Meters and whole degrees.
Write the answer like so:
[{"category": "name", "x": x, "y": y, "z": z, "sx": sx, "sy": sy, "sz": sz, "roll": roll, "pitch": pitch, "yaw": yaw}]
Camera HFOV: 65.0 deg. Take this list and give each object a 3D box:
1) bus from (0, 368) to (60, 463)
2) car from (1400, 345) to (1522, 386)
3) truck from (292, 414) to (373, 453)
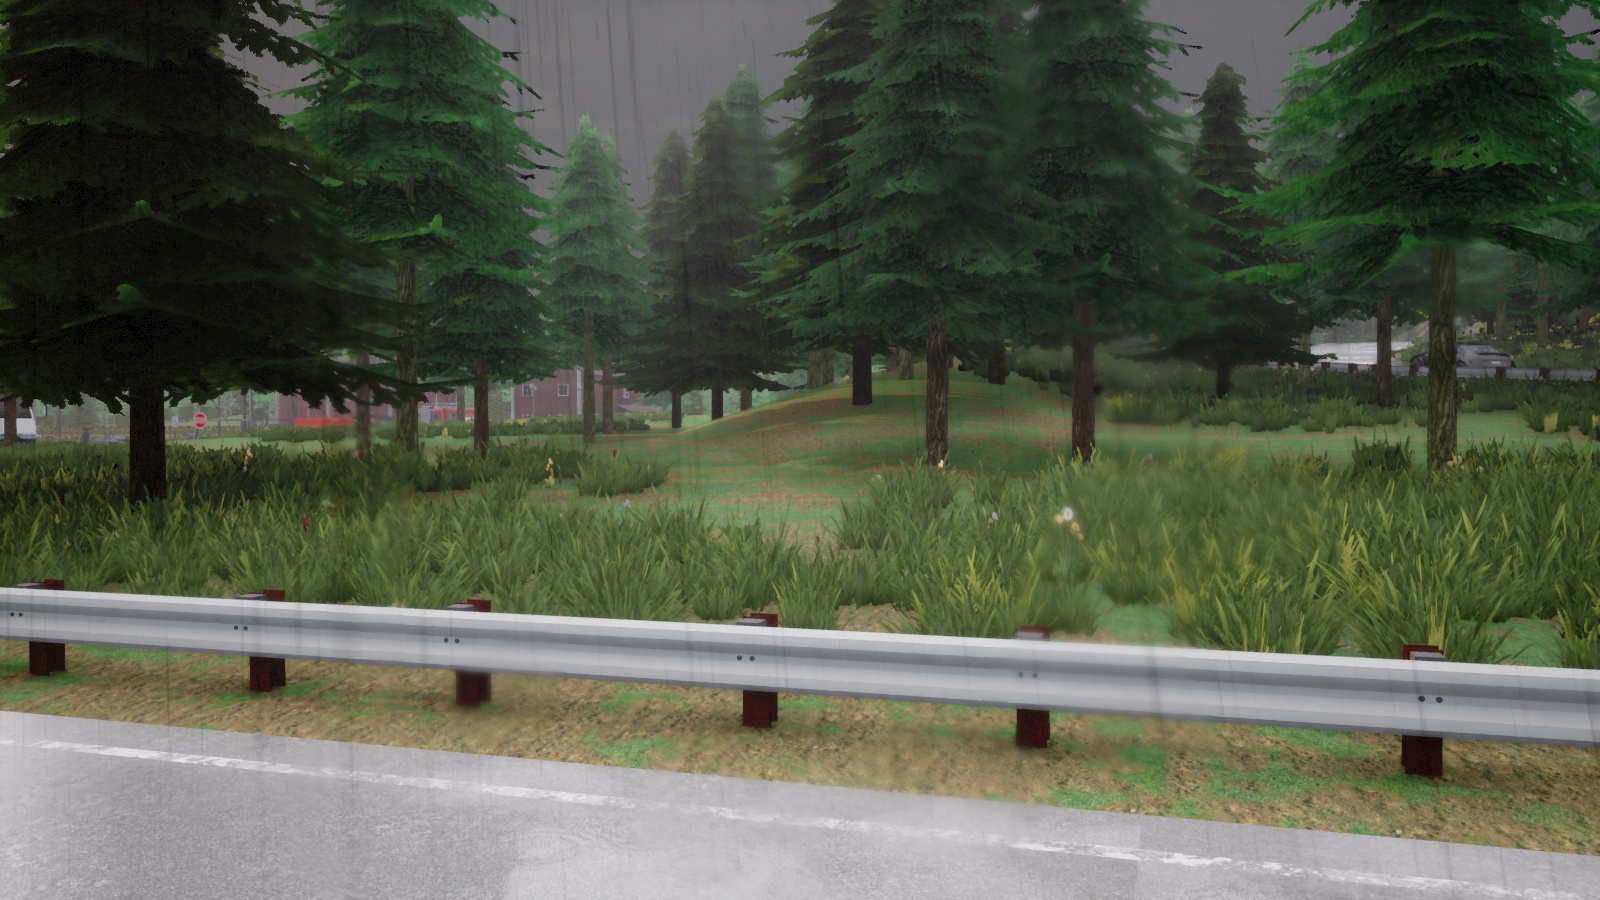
[{"category": "bus", "x": -38.289, "y": -1.546, "z": 54.878, "sx": 3.944, "sy": 4.253, "sz": 10.273, "roll": 1, "pitch": 1, "yaw": 17}, {"category": "car", "x": 24.930, "y": -3.219, "z": 47.535, "sx": 1.994, "sy": 1.385, "sz": 4.181, "roll": 0, "pitch": 6, "yaw": -6}, {"category": "truck", "x": -30.541, "y": -1.065, "z": 82.188, "sx": 2.627, "sy": 2.467, "sz": 5.204, "roll": 0, "pitch": 1, "yaw": 11}]
